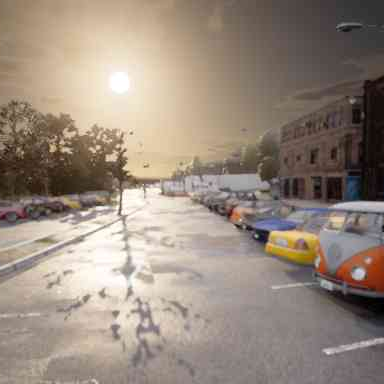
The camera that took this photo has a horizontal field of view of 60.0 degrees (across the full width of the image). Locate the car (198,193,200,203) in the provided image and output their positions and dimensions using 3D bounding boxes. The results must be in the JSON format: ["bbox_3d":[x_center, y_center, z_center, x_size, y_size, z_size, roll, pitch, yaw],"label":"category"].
[{"bbox_3d":[3.600,1.177,43.326,4.674,1.452,2.002,1,1,-24],"label":"car"}]

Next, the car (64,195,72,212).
[{"bbox_3d":[-14.072,1.146,31.500,4.553,1.767,2.185,-1,0,-22],"label":"car"}]

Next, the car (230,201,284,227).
[{"bbox_3d":[4.659,1.356,16.160,4.892,1.521,2.231,1,0,-21],"label":"car"}]

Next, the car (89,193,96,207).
[{"bbox_3d":[-14.531,1.246,40.379,4.674,1.452,2.002,-1,1,-23],"label":"car"}]

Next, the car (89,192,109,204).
[{"bbox_3d":[-14.789,1.156,46.366,5.366,1.575,1.946,-1,0,-24],"label":"car"}]

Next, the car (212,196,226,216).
[{"bbox_3d":[4.469,1.282,25.224,5.008,1.535,2.097,1,0,-22],"label":"car"}]

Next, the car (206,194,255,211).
[{"bbox_3d":[4.261,1.234,31.258,5.008,1.535,2.097,1,1,-23],"label":"car"}]

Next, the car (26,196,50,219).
[{"bbox_3d":[-13.769,1.343,25.608,4.792,1.488,2.163,-1,0,-22],"label":"car"}]

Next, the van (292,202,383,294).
[{"bbox_3d":[4.640,1.200,7.069,4.442,1.987,1.878,1,1,-20],"label":"van"}]

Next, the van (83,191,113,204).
[{"bbox_3d":[-15.612,0.870,55.187,4.442,1.987,1.878,-1,0,-25],"label":"van"}]

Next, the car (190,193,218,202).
[{"bbox_3d":[2.260,1.030,61.359,4.792,1.488,2.163,0,0,-26],"label":"car"}]

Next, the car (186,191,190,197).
[{"bbox_3d":[2.207,1.013,58.298,5.366,1.575,1.946,0,1,-26],"label":"car"}]

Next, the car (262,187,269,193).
[{"bbox_3d":[16.890,-0.381,73.543,2.002,1.452,4.674,-7,4,-30],"label":"car"}]

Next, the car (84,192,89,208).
[{"bbox_3d":[-14.325,1.101,37.432,4.553,1.767,2.185,-1,1,-23],"label":"car"}]

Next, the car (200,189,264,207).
[{"bbox_3d":[4.097,0.958,34.260,5.566,2.045,2.435,1,1,-23],"label":"car"}]

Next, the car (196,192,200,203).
[{"bbox_3d":[3.384,1.153,46.342,4.674,1.452,2.002,0,0,-24],"label":"car"}]

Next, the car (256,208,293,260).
[{"bbox_3d":[4.903,1.402,10.198,5.366,1.575,1.946,1,0,-20],"label":"car"}]

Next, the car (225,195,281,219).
[{"bbox_3d":[4.598,1.205,19.178,4.553,1.767,2.185,1,0,-21],"label":"car"}]

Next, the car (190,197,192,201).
[{"bbox_3d":[2.686,0.916,55.383,4.553,1.767,2.185,0,1,-25],"label":"car"}]

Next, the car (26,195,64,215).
[{"bbox_3d":[-13.902,1.292,28.550,5.008,1.535,2.097,-1,1,-22],"label":"car"}]

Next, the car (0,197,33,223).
[{"bbox_3d":[-13.732,1.366,22.614,4.792,1.488,2.163,-1,1,-22],"label":"car"}]

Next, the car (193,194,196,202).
[{"bbox_3d":[3.170,1.091,49.353,4.892,1.521,2.231,1,1,-25],"label":"car"}]

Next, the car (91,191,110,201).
[{"bbox_3d":[-15.359,1.142,49.160,5.366,1.575,1.946,-1,1,-24],"label":"car"}]

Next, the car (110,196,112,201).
[{"bbox_3d":[-15.413,0.994,52.200,4.553,1.767,2.185,-1,1,-25],"label":"car"}]

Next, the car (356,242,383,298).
[{"bbox_3d":[4.779,1.480,4.115,4.792,1.488,2.163,1,0,-20],"label":"car"}]

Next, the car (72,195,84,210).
[{"bbox_3d":[-14.357,1.249,34.391,5.366,1.575,1.946,-1,1,-23],"label":"car"}]

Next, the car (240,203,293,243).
[{"bbox_3d":[4.717,1.379,13.141,5.008,1.535,2.097,1,1,-21],"label":"car"}]

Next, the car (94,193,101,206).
[{"bbox_3d":[-14.734,1.225,43.333,4.674,1.452,2.002,-1,1,-24],"label":"car"}]
